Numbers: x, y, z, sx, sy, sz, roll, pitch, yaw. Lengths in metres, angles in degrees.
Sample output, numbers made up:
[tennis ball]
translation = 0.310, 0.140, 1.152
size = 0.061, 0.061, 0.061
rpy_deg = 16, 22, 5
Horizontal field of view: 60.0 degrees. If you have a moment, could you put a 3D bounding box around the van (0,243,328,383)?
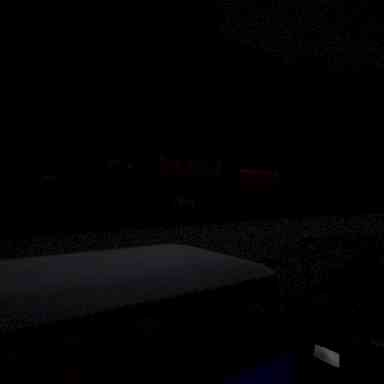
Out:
[van]
translation = -1.145, 1.341, 1.979
size = 3.998, 1.788, 1.690
rpy_deg = 0, 1, -36

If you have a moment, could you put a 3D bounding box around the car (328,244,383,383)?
[car]
translation = 3.368, 1.562, 5.201
size = 4.313, 1.339, 1.947
rpy_deg = 0, 1, -36
